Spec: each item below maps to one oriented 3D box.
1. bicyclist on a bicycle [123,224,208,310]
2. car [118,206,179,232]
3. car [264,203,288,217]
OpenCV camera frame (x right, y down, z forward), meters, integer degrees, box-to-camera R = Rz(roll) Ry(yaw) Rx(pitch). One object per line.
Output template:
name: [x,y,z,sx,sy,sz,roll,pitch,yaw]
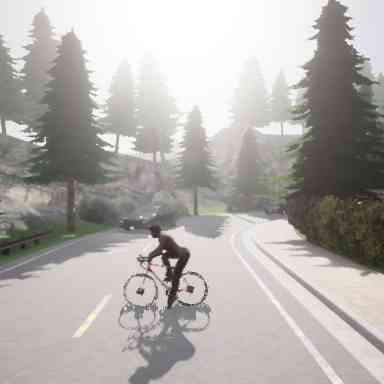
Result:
bicyclist on a bicycle: [-0.531,1.449,6.472,1.656,1.620,0.582,-2,0,0]
car: [-2.432,1.547,20.389,2.033,1.411,5.357,0,0,18]
car: [8.815,1.489,31.462,4.902,1.511,2.128,0,0,-42]
